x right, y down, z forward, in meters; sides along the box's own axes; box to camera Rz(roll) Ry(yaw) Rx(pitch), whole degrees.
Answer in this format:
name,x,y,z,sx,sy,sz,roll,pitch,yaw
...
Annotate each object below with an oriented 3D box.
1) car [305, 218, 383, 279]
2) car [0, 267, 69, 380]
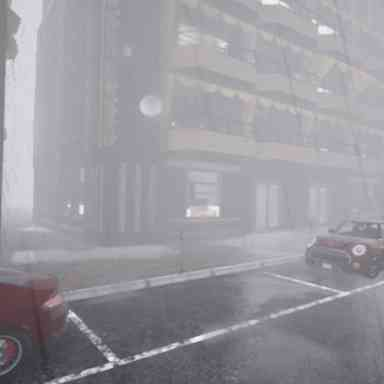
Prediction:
name,x,y,z,sx,sy,sz,roll,pitch,yaw
car,5.386,1.559,10.395,4.097,1.590,1.967,1,0,-36
car,-3.680,1.573,3.922,4.206,1.307,1.802,1,0,-35
